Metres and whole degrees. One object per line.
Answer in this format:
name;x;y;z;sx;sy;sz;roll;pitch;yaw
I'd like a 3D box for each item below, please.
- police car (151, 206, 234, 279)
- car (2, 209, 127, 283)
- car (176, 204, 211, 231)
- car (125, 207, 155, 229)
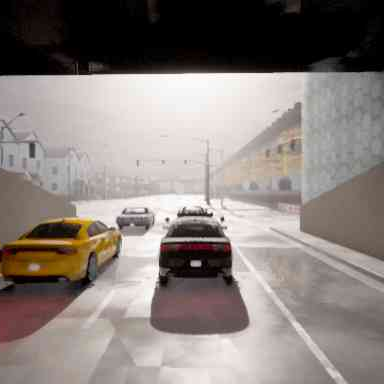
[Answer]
police car;0.094;1.418;10.137;1.930;1.638;5.238;0;0;0
car;-3.404;1.471;9.659;1.882;1.535;5.008;0;0;0
car;0.048;1.550;21.191;1.994;1.385;4.181;0;0;-1
car;-3.449;1.587;21.216;1.895;1.301;4.718;0;0;-1
